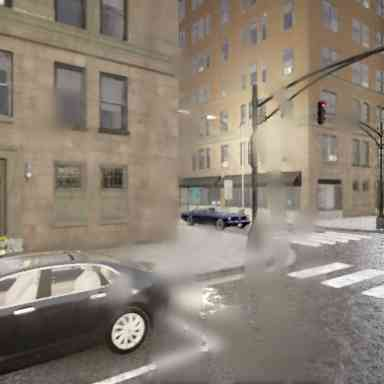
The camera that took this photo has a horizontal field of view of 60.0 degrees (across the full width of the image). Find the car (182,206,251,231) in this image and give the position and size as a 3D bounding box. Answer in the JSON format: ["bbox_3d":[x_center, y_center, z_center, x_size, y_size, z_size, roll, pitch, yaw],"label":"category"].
[{"bbox_3d":[1.394,1.521,20.330,1.895,1.301,4.718,0,0,-36],"label":"car"}]

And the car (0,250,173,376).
[{"bbox_3d":[-2.352,1.551,4.509,4.403,1.369,2.008,0,0,-35],"label":"car"}]
